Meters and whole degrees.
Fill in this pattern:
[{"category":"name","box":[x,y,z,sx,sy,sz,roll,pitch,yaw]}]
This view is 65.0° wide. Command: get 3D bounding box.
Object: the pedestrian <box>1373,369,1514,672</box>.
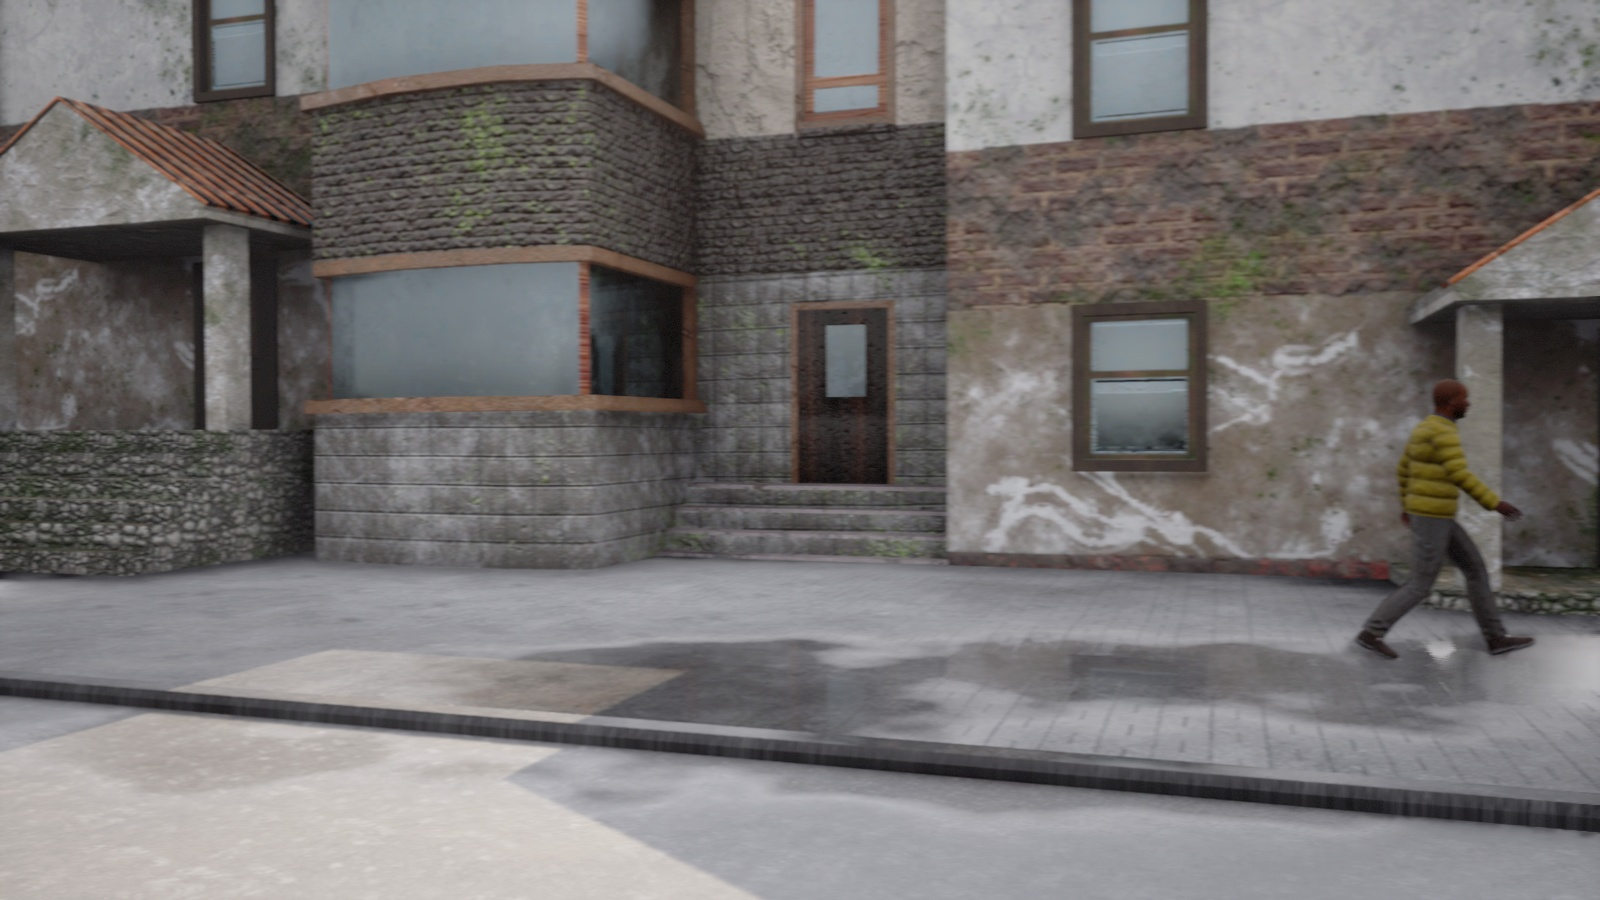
[{"category":"pedestrian","box":[4.031,0.425,7.898,0.726,1.835,0.370,1,1,19]}]
